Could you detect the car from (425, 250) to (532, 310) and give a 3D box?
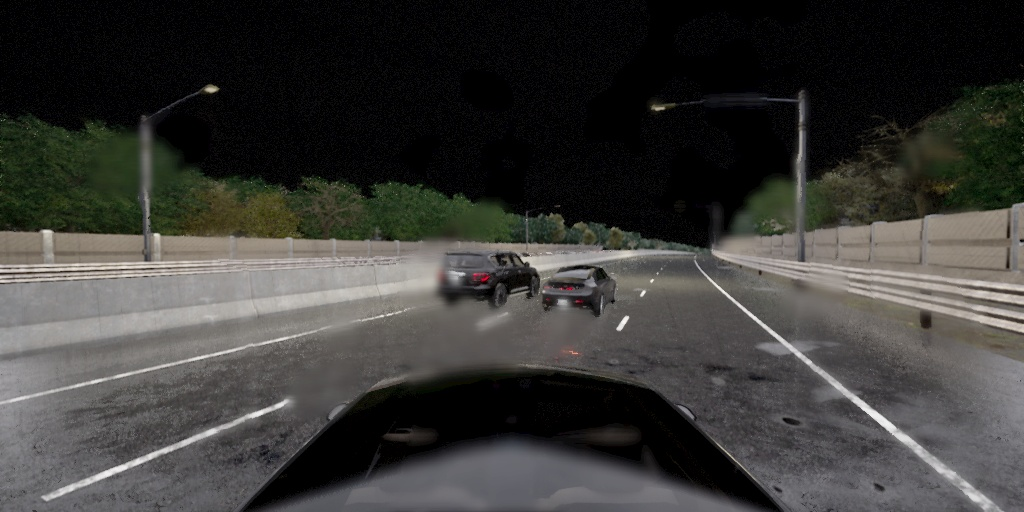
[{"bbox_3d":[-0.714,0.798,14.073,2.150,2.045,5.566,0,1,24],"label":"car"}]

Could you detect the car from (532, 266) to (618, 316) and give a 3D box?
[{"bbox_3d":[2.517,1.093,12.721,1.837,1.490,4.892,0,1,24],"label":"car"}]

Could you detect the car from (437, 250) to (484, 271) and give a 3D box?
[{"bbox_3d":[-5.348,0.381,38.128,2.150,2.045,5.566,0,1,25],"label":"car"}]
